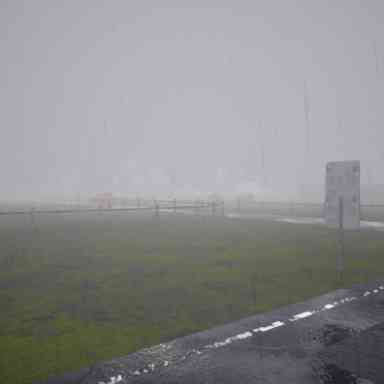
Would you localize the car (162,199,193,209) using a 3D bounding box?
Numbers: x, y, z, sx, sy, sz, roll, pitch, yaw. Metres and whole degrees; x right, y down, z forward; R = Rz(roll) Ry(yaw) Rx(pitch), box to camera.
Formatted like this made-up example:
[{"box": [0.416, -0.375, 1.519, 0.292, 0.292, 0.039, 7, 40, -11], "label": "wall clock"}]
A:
[{"box": [-2.043, 1.595, 43.676, 1.895, 1.301, 4.718, 1, -1, -39], "label": "car"}]

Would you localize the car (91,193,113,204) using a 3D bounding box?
[{"box": [-16.585, 1.180, 61.130, 2.150, 2.045, 5.566, 1, -2, -41], "label": "car"}]
